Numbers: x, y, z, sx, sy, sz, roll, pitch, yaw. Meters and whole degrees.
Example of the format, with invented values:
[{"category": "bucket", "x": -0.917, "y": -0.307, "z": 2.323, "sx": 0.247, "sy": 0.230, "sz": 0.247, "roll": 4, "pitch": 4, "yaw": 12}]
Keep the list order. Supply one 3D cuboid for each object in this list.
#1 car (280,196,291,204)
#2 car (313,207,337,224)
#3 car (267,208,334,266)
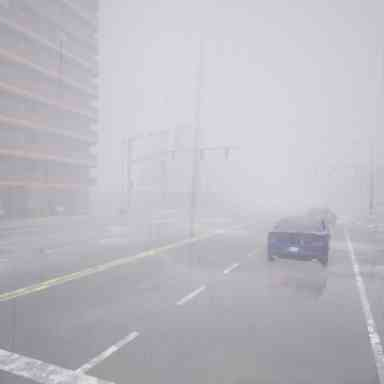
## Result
[{"category": "car", "x": 23.685, "y": 2.215, "z": 83.702, "sx": 1.837, "sy": 1.490, "sz": 4.892, "roll": 1, "pitch": 0, "yaw": 24}, {"category": "car", "x": 10.073, "y": 1.831, "z": 25.944, "sx": 1.994, "sy": 1.385, "sz": 4.181, "roll": 1, "pitch": 0, "yaw": 26}, {"category": "car", "x": 4.095, "y": 1.599, "z": 12.375, "sx": 1.882, "sy": 1.535, "sz": 5.008, "roll": 1, "pitch": 0, "yaw": 24}]
